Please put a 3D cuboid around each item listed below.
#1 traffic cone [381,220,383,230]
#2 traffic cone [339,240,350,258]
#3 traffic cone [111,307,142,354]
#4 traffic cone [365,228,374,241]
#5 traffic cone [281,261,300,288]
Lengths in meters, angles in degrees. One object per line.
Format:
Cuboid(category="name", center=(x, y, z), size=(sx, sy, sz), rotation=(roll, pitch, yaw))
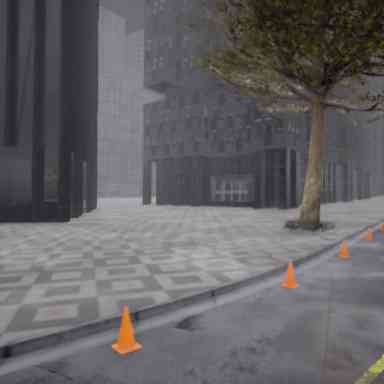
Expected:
Cuboid(category="traffic cone", center=(11.407, 1.971, 19.771), size=(0.340, 0.580, 0.340), rotation=(0, 0, 37))
Cuboid(category="traffic cone", center=(5.401, 1.987, 11.774), size=(0.340, 0.580, 0.340), rotation=(0, 0, 37))
Cuboid(category="traffic cone", center=(-0.965, 1.999, 4.920), size=(0.340, 0.580, 0.340), rotation=(0, 0, -40))
Cuboid(category="traffic cone", center=(8.404, 1.980, 15.772), size=(0.340, 0.580, 0.340), rotation=(0, 0, 37))
Cuboid(category="traffic cone", center=(2.412, 1.992, 8.126), size=(0.340, 0.580, 0.340), rotation=(-1, 0, 43))
